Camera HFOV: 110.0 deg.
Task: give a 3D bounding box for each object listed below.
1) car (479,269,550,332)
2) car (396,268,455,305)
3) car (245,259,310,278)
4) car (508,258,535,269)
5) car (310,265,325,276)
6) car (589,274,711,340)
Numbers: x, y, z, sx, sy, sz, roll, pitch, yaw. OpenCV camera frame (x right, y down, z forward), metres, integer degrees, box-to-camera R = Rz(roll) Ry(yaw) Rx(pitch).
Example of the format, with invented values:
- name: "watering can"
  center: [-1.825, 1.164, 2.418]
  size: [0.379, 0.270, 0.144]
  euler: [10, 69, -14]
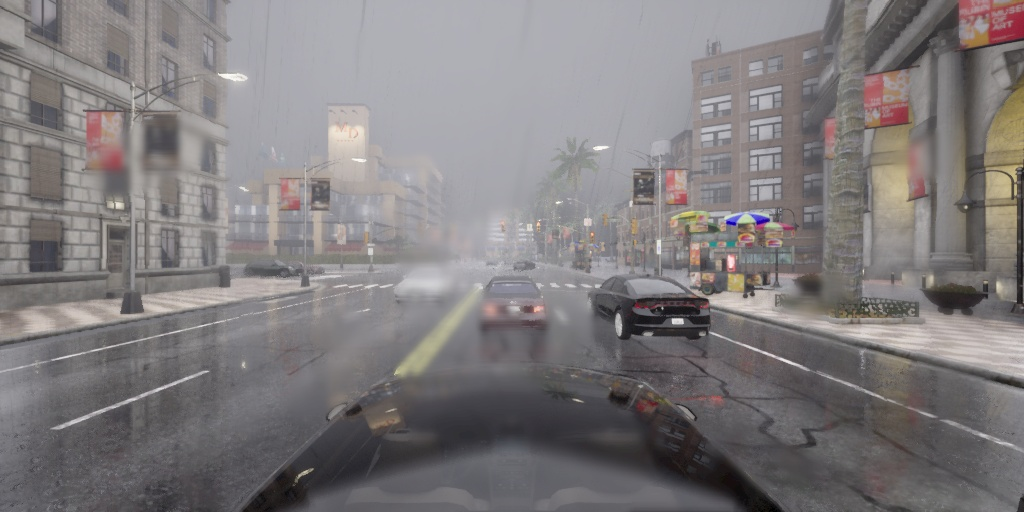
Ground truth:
- name: "car"
  center: [-0.006, 1.297, 10.846]
  size: [2.033, 1.411, 5.357]
  euler: [0, 0, -2]
- name: "car"
  center: [-3.719, 1.276, 16.114]
  size: [1.812, 1.442, 4.674]
  euler: [0, 0, -1]
- name: "car"
  center: [-21.680, 1.102, 32.896]
  size: [4.553, 1.767, 2.097]
  euler: [0, 0, 0]
- name: "car"
  center: [1.717, 1.241, 48.663]
  size: [2.128, 1.511, 4.902]
  euler: [0, 0, 22]
- name: "car"
  center: [-21.616, 1.276, 36.482]
  size: [4.674, 1.442, 1.812]
  euler: [0, 0, -1]
- name: "car"
  center: [3.485, 1.228, 10.031]
  size: [1.882, 1.535, 5.008]
  euler: [0, 0, 0]
